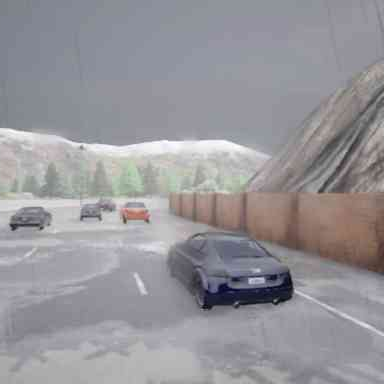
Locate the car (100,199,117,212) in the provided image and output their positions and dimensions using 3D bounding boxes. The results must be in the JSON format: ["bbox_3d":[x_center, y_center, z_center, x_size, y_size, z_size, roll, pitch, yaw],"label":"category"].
[{"bbox_3d":[-11.165,1.683,43.444,2.097,1.767,4.553,1,-1,-4],"label":"car"}]

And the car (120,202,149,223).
[{"bbox_3d":[-4.928,1.593,28.187,2.097,1.767,4.553,1,-1,-16],"label":"car"}]

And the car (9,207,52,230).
[{"bbox_3d":[-10.401,1.660,21.748,2.033,1.411,5.357,1,-1,-16],"label":"car"}]

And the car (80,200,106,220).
[{"bbox_3d":[-9.058,1.763,30.077,2.033,1.411,5.357,1,-1,-15],"label":"car"}]

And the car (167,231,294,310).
[{"bbox_3d":[0.675,1.659,8.206,1.994,1.385,4.181,1,-1,-16],"label":"car"}]
